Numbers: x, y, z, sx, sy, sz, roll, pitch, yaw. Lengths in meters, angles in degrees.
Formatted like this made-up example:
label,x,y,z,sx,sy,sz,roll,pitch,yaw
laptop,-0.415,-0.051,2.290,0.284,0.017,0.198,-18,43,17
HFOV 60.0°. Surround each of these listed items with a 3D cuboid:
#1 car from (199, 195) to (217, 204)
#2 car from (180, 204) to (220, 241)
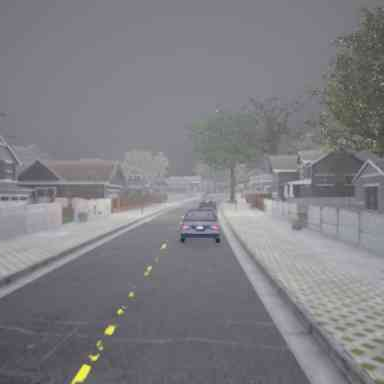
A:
label,x,y,z,sx,sy,sz,roll,pitch,yaw
car,2.051,1.224,42.508,2.097,1.767,4.553,0,0,5
car,0.427,1.536,16.459,2.033,1.411,5.357,0,0,2
